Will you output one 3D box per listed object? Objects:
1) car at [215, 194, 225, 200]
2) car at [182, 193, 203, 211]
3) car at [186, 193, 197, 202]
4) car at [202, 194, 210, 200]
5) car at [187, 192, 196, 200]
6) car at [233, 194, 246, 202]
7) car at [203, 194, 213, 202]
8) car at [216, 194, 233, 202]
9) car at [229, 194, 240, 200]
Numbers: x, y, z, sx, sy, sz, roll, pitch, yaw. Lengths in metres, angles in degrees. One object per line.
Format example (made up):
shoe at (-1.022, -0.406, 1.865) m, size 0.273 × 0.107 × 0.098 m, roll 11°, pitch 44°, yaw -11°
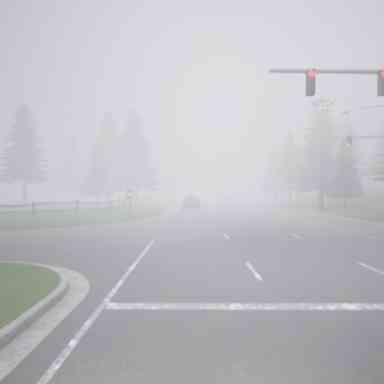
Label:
car at (6.879, 1.209, 81.148) m, size 1.994 × 1.385 × 4.181 m, roll 0°, pitch 0°, yaw 0°
car at (-0.060, 1.265, 40.068) m, size 2.097 × 1.767 × 4.553 m, roll 0°, pitch 0°, yaw 0°
car at (-0.106, 1.193, 71.105) m, size 2.097 × 1.767 × 4.553 m, roll 0°, pitch 0°, yaw 0°
car at (3.379, 1.252, 81.173) m, size 1.895 × 1.301 × 4.718 m, roll 0°, pitch 0°, yaw 0°
car at (-0.121, 1.012, 81.107) m, size 2.097 × 1.767 × 4.553 m, roll 0°, pitch 0°, yaw 0°
car at (10.394, 1.362, 71.151) m, size 1.812 × 1.442 × 4.674 m, roll 0°, pitch 0°, yaw 0°
car at (3.394, 1.391, 71.140) m, size 1.994 × 1.385 × 4.181 m, roll 0°, pitch 0°, yaw 0°
car at (6.894, 1.378, 70.729) m, size 2.033 × 1.411 × 5.357 m, roll 0°, pitch 0°, yaw 0°
car at (10.379, 1.209, 81.154) m, size 1.994 × 1.385 × 4.181 m, roll 0°, pitch 0°, yaw 0°
